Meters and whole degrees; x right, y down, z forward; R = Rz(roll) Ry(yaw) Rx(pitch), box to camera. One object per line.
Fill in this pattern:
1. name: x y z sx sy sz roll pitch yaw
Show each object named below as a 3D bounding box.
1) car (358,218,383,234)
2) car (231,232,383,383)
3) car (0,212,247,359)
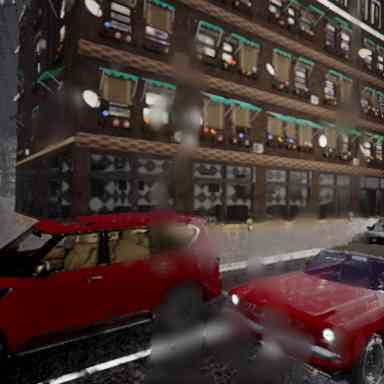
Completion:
1. car: 7.503 1.570 11.897 4.313 1.339 1.947 0 1 -35
2. car: 2.769 1.603 5.356 4.718 1.301 1.895 0 0 -36
3. car: -1.770 1.316 5.273 5.009 1.841 2.192 0 1 -35
